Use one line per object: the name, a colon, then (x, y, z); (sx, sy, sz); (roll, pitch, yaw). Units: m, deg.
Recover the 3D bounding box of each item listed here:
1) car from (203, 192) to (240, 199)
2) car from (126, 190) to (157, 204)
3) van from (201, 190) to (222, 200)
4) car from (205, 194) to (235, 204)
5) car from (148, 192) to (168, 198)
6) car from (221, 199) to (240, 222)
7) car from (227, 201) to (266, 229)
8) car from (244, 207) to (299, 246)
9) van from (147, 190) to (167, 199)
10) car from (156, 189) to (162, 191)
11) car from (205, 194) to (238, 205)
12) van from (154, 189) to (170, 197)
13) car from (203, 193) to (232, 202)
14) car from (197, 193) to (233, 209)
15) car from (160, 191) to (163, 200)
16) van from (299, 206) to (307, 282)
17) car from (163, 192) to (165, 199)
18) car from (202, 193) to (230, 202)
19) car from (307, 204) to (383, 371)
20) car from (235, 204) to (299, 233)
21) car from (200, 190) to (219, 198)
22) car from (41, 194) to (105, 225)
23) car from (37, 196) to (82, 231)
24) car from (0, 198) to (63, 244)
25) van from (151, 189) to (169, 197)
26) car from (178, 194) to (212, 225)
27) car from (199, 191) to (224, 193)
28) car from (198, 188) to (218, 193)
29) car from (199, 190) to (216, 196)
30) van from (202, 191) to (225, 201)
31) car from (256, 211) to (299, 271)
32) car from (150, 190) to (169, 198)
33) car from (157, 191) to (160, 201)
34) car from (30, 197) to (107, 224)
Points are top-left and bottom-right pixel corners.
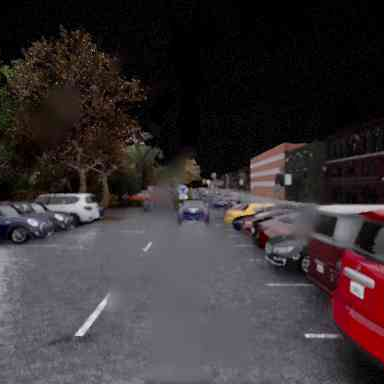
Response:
car: (4.305, 1.092, 46.484); (4.792, 1.488, 2.163); (0, 0, 0)
car: (-8.201, 0.898, 52.129); (4.553, 1.767, 2.185); (0, 0, 0)
van: (4.277, 0.664, 71.793); (4.442, 1.987, 1.878); (0, 1, 0)
car: (4.345, 1.064, 52.136); (4.674, 1.452, 2.002); (0, 0, 0)
car: (-8.190, 0.742, 80.388); (4.792, 1.488, 2.163); (0, 1, 0)
car: (4.719, 1.379, 20.509); (5.366, 1.575, 1.946); (0, 0, 0)
car: (4.505, 1.425, 17.726); (4.792, 1.488, 2.163); (0, 0, 0)
car: (4.565, 1.451, 12.160); (4.792, 1.488, 2.163); (0, 0, 0)
van: (-8.047, 0.555, 77.556); (4.442, 1.987, 1.878); (0, 1, 0)
car: (-8.161, 0.660, 68.946); (5.566, 2.045, 2.435); (0, 0, 0)
car: (4.338, 1.083, 49.311); (4.674, 1.452, 2.002); (0, 0, 0)
van: (-8.244, 0.212, 91.674); (4.442, 1.987, 1.878); (0, 1, 0)
car: (4.366, 0.987, 57.788); (5.008, 1.535, 2.097); (0, 0, 0)
car: (1.688, 1.195, 39.472); (5.357, 1.411, 2.033); (1, 1, 34)
car: (-8.217, 0.968, 60.601); (4.892, 1.521, 2.231); (0, 0, 0)
van: (4.654, 1.223, 6.468); (4.442, 1.987, 1.878); (0, 0, 0)
car: (-8.174, 0.978, 63.300); (4.792, 1.488, 2.163); (0, 0, 0)
car: (4.362, 0.968, 60.613); (5.008, 1.535, 2.097); (0, 0, 0)
car: (4.567, 1.210, 3.809); (5.566, 2.045, 2.435); (0, 0, 0)
car: (4.532, 1.449, 14.943); (4.674, 1.452, 2.002); (0, 0, 0)
car: (4.389, 0.518, 83.234); (4.553, 1.767, 2.185); (0, 1, 0)
car: (-8.575, 1.130, 20.507); (5.566, 2.045, 2.435); (0, 0, 0)
car: (-8.577, 1.269, 17.597); (4.553, 1.767, 2.185); (0, 0, 0)
car: (-8.576, 1.283, 14.812); (4.553, 1.767, 2.185); (0, 0, 0)
van: (-8.261, 0.350, 86.025); (4.442, 1.987, 1.878); (0, 1, 0)
car: (0.178, 1.241, 23.426); (2.097, 1.767, 4.553); (0, 0, 2)
car: (4.169, 1.002, 54.962); (5.366, 1.575, 1.946); (0, 0, 0)
car: (4.402, 0.698, 63.437); (5.566, 2.045, 2.435); (0, 0, 0)
car: (4.416, 0.244, 94.534); (4.553, 1.767, 2.185); (0, 1, 0)
van: (4.264, 0.704, 66.263); (4.442, 1.987, 1.878); (0, 0, 0)
car: (4.543, 1.436, 9.376); (4.892, 1.521, 2.231); (0, 0, 0)
car: (-8.120, 0.521, 83.081); (4.553, 1.767, 2.185); (0, 1, 0)
car: (-8.220, 1.005, 54.829); (5.008, 1.535, 2.097); (0, 0, 0)
car: (-8.517, 1.242, 23.293); (4.553, 1.767, 2.185); (0, 0, 0)
